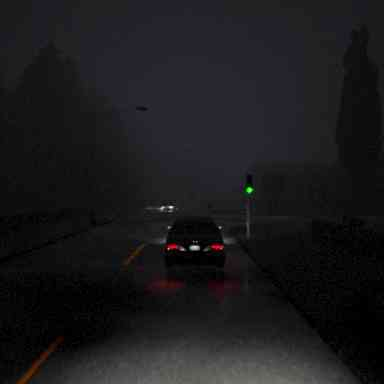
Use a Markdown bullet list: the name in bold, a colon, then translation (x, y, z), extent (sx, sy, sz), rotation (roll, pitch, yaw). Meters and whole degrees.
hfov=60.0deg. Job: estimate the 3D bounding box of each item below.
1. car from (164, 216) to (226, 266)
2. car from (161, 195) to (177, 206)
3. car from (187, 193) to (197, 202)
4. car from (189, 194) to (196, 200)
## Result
- **car**: translation (0.085, 1.547, 11.449), extent (2.033, 1.411, 5.357), rotation (0, 0, 0)
- **car**: translation (-4.033, 1.600, 54.644), extent (1.895, 1.301, 4.718), rotation (0, 0, 0)
- **car**: translation (0.046, 1.216, 75.743), extent (2.150, 2.045, 5.566), rotation (0, 0, 0)
- **car**: translation (0.052, 1.331, 86.133), extent (1.837, 1.490, 4.892), rotation (0, 0, 0)
